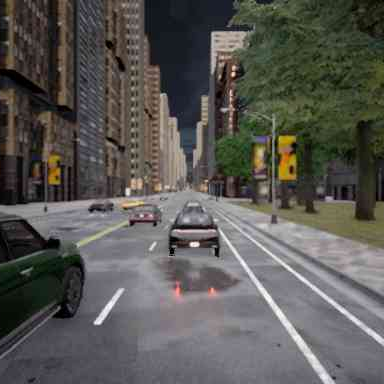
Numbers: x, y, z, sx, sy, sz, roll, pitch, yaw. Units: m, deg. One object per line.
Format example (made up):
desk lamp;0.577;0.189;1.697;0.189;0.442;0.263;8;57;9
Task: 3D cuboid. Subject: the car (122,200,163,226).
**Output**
car;-3.180;1.563;23.542;2.033;1.411;5.357;0;0;0

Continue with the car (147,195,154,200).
car;-9.792;1.424;77.405;1.812;1.442;4.674;0;0;0

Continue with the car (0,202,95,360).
car;-3.192;1.233;4.255;2.150;2.045;5.566;0;0;0

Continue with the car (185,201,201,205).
car;0.078;1.540;29.623;1.812;1.442;4.674;0;0;0

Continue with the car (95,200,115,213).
car;-9.865;1.562;36.698;2.033;1.411;5.357;0;0;0

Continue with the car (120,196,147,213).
car;-6.613;1.492;36.848;1.882;1.535;5.008;0;0;0

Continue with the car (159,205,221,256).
car;0.085;1.506;13.303;2.128;1.511;4.902;0;0;0

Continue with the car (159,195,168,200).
car;-6.542;1.378;77.406;1.882;1.535;5.008;0;0;0
